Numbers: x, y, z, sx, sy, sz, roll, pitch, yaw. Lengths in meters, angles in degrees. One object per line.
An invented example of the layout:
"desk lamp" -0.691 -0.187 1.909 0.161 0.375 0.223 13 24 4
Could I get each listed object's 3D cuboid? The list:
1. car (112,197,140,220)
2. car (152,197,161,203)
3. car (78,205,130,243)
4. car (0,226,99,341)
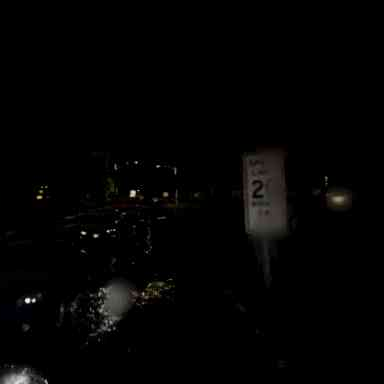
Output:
"car" -5.975 1.469 30.623 2.150 2.045 5.566 -2 0 -6
"car" -7.832 1.733 73.723 1.994 1.385 4.181 -2 0 -6
"car" -4.487 1.690 16.990 1.837 1.490 4.892 -2 0 -6
"car" -3.366 1.702 6.764 1.994 1.385 4.181 -2 0 -6
